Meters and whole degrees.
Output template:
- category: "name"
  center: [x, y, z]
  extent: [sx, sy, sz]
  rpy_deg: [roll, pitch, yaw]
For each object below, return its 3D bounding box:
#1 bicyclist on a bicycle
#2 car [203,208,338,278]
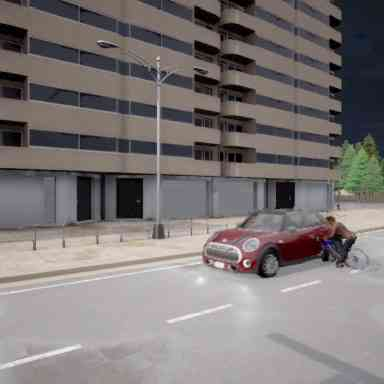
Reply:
- category: "bicyclist on a bicycle"
  center: [4.228, 1.478, 9.696]
  extent: [1.656, 1.620, 0.582]
  rpy_deg: [1, 15, 35]
- category: "car"
  center: [2.500, 1.348, 10.258]
  extent: [4.553, 1.767, 2.097]
  rpy_deg: [0, 0, -38]
